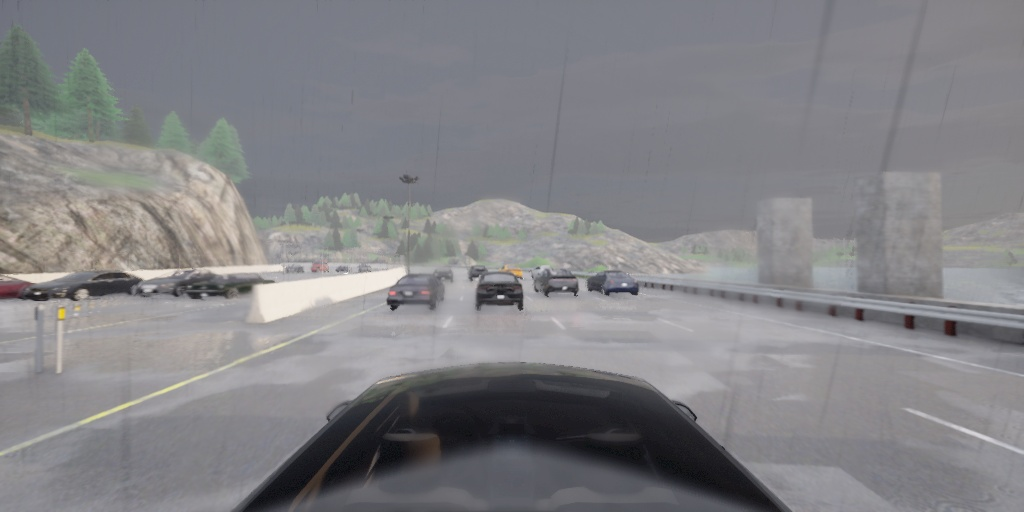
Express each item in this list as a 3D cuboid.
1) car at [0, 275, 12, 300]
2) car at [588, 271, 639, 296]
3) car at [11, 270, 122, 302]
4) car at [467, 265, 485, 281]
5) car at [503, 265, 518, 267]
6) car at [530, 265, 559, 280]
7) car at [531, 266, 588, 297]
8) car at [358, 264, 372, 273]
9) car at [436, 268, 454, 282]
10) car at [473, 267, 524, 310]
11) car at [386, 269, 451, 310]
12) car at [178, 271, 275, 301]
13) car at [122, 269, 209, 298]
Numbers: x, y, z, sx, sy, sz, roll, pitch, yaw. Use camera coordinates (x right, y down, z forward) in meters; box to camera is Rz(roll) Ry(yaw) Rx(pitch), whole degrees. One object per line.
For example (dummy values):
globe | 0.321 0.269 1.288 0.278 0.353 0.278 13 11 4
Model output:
car | -25.486 1.568 16.881 1.994 1.385 4.181 0 -1 -6
car | 5.879 1.556 21.440 1.994 1.385 4.181 0 -1 -6
car | -22.178 1.530 18.965 1.837 1.490 4.892 0 -1 -7
car | -3.550 1.720 37.019 1.837 1.490 4.892 0 -1 -11
car | -0.239 1.702 38.300 1.882 1.535 5.008 0 -1 -11
car | 3.361 1.739 38.025 1.812 1.442 4.674 0 -1 -11
car | 2.443 1.482 20.714 2.128 1.511 4.902 0 -1 -6
car | -24.611 2.057 60.290 2.128 1.511 4.902 0 -1 -19
car | -6.723 1.799 35.118 1.895 1.301 4.718 0 -1 -11
car | -0.613 1.412 15.845 1.882 1.535 5.008 0 -1 -4
car | -4.092 1.491 15.948 2.033 1.411 5.357 0 -1 -5
car | -15.192 1.617 19.623 1.895 1.301 4.718 0 -1 -7
car | -18.856 1.531 20.701 2.128 1.511 4.902 0 -1 -7
